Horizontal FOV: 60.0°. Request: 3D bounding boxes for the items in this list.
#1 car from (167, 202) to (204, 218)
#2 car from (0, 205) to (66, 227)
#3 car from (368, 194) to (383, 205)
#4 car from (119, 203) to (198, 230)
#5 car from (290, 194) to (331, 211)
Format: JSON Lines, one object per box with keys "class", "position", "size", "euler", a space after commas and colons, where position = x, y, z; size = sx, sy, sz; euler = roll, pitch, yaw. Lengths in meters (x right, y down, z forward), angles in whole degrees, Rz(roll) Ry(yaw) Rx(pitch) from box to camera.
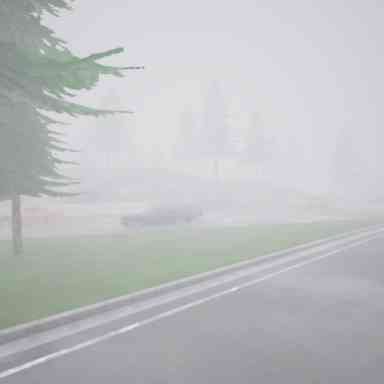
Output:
{"class": "car", "position": [-1.475, 1.542, 25.494], "size": [4.902, 1.511, 2.128], "euler": [-1, 0, -17]}
{"class": "car", "position": [-12.436, 1.784, 25.775], "size": [5.008, 1.535, 1.882], "euler": [-1, 0, -18]}
{"class": "car", "position": [25.257, 0.978, 43.442], "size": [5.357, 1.411, 2.033], "euler": [-1, 0, -33]}
{"class": "car", "position": [-2.344, 1.669, 21.550], "size": [4.718, 1.301, 1.895], "euler": [-1, 0, -17]}
{"class": "car", "position": [12.629, 1.074, 35.429], "size": [4.553, 1.767, 2.097], "euler": [-1, 0, -31]}
